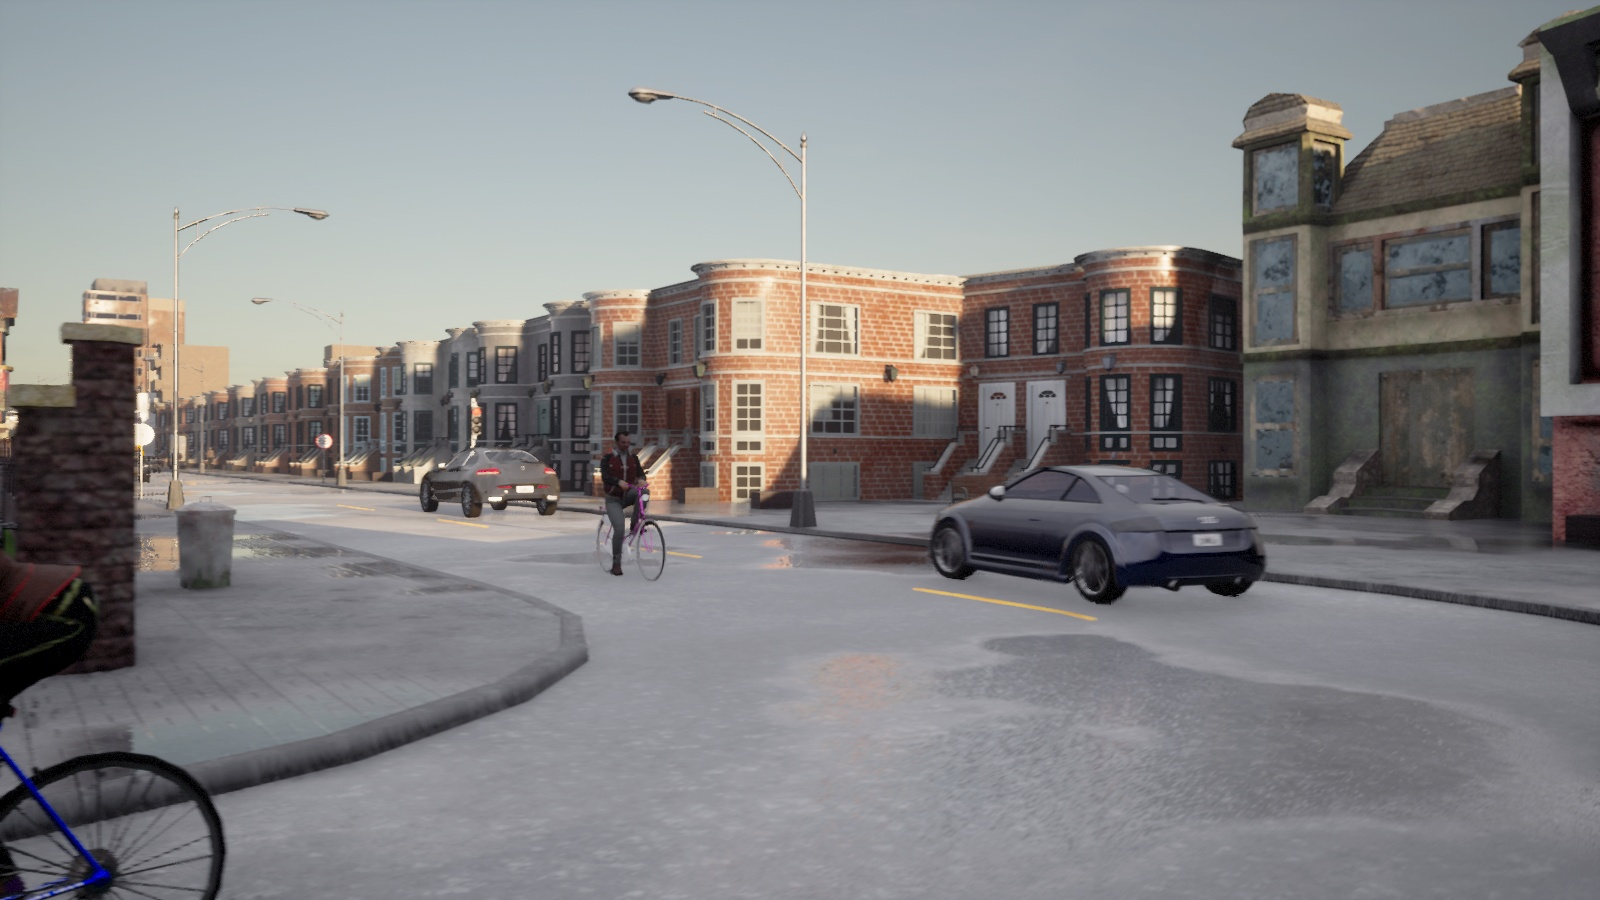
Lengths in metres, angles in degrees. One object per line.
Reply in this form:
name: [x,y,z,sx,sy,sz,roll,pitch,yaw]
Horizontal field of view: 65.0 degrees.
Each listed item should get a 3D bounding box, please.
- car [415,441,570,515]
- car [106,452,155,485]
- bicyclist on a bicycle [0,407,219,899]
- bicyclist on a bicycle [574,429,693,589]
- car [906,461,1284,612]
car: [-7.626,0.628,30.740,2.152,1.651,5.027,0,0,-33]
car: [-33.957,0.916,63.664,1.851,1.617,3.988,0,0,-33]
bicyclist on a bicycle: [-2.360,0.713,3.001,1.656,1.620,0.582,0,-1,-42]
bicyclist on a bicycle: [-1.997,0.660,14.859,0.659,1.776,1.843,0,0,-33]
car: [3.096,0.837,14.135,1.994,1.385,4.181,0,0,-25]
